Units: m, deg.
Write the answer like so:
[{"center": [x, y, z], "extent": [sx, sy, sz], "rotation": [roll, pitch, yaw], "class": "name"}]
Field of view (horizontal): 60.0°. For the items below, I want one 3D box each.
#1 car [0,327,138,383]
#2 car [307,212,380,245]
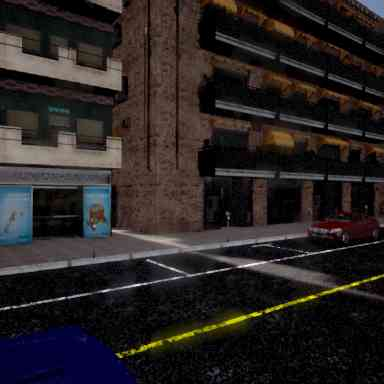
[{"center": [-2.456, 1.601, 1.570], "extent": [4.718, 1.301, 1.895], "rotation": [0, 0, -35], "class": "car"}, {"center": [7.172, 1.583, 15.538], "extent": [4.206, 1.307, 1.802], "rotation": [0, 0, -35], "class": "car"}]
